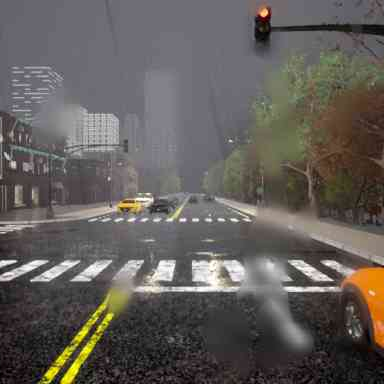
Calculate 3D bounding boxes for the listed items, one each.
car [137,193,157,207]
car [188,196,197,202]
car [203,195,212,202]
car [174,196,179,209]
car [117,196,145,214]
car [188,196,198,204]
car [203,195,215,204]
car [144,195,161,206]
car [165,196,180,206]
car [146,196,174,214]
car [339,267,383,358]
[{"bbox_3d":[-6.483,1.206,44.851,2.150,2.045,5.566,0,0,0],"label":"car"},{"bbox_3d":[0.181,1.566,74.953,1.895,1.301,4.718,0,0,0],"label":"car"},{"bbox_3d":[3.431,1.448,74.900,1.882,1.535,5.008,0,0,0],"label":"car"},{"bbox_3d":[-3.233,1.549,44.935,1.994,1.385,4.181,0,0,0],"label":"car"},{"bbox_3d":[-6.510,1.467,34.913,1.882,1.535,5.008,0,0,0],"label":"car"},{"bbox_3d":[0.252,1.523,64.443,2.033,1.411,5.357,0,0,1],"label":"car"},{"bbox_3d":[3.500,1.468,64.649,2.128,1.511,4.902,0,0,0],"label":"car"},{"bbox_3d":[-6.454,1.332,54.812,2.097,1.767,4.553,0,0,0],"label":"car"},{"bbox_3d":[-3.203,1.472,54.964,2.128,1.511,4.902,0,0,0],"label":"car"},{"bbox_3d":[-3.263,1.467,34.925,1.882,1.535,5.008,0,0,0],"label":"car"},{"bbox_3d":[3.360,1.351,3.419,2.097,1.767,4.553,0,0,0],"label":"car"}]
